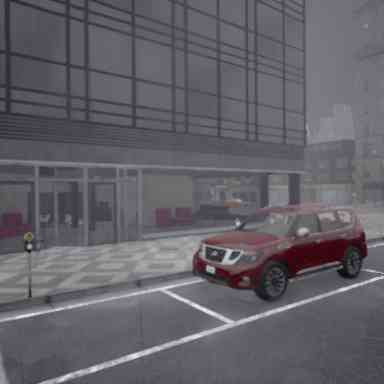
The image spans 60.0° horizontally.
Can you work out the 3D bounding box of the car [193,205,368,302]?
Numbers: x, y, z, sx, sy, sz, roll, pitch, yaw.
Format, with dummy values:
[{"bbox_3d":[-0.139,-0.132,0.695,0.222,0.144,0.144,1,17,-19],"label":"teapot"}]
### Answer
[{"bbox_3d":[2.437,1.283,8.392,5.009,1.841,2.192,0,0,-35],"label":"car"}]
